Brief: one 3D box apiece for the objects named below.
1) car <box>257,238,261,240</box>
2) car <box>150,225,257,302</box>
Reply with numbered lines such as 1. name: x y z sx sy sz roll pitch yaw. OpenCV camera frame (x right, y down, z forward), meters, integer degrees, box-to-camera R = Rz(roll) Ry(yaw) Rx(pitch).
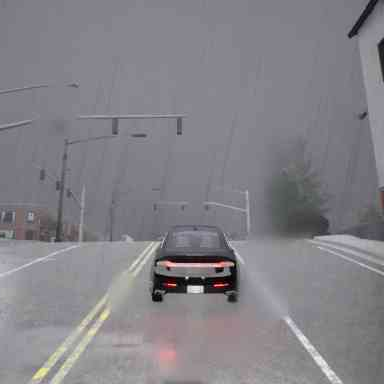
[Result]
1. car: 3.932 4.213 28.371 4.181 1.385 1.994 -8 -16 29
2. car: 0.078 1.595 8.501 2.128 1.511 4.902 0 -1 0
